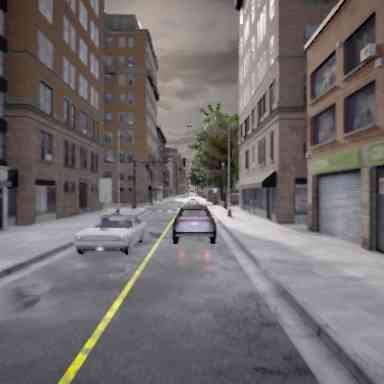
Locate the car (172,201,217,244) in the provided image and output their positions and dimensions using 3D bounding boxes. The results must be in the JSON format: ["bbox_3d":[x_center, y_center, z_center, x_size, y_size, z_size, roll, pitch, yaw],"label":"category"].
[{"bbox_3d":[0.103,1.414,15.836,2.033,1.649,4.856,0,-1,0],"label":"car"}]

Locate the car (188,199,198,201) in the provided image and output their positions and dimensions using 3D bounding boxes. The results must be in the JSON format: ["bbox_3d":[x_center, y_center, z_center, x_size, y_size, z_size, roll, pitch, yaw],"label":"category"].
[{"bbox_3d":[0.106,1.432,32.276,1.801,1.575,5.366,0,0,0],"label":"car"}]

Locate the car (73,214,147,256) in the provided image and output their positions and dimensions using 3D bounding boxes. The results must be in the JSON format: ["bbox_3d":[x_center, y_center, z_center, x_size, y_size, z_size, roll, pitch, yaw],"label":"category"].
[{"bbox_3d":[-3.043,1.591,13.255,1.895,1.301,4.718,0,0,1],"label":"car"}]
